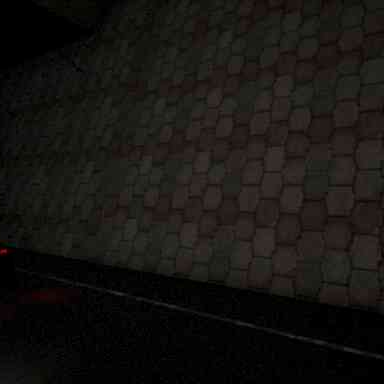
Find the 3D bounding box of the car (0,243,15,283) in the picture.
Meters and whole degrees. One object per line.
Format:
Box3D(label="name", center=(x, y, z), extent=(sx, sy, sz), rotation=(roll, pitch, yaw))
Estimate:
Box3D(label="car", center=(-6.170, 1.468, 8.033), extent=(4.181, 1.385, 1.994), rotation=(0, 1, 34))
